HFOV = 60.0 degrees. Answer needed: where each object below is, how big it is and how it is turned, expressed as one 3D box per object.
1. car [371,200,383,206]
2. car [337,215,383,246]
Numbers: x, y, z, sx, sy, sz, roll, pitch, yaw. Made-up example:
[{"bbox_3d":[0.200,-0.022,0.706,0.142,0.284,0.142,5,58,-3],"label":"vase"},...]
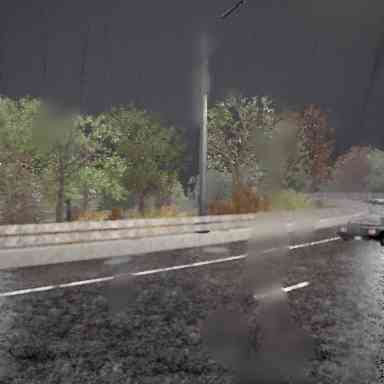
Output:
[{"bbox_3d":[46.461,2.634,82.889,1.812,1.442,4.674,1,0,4],"label":"car"},{"bbox_3d":[9.109,1.821,16.673,1.895,1.301,4.718,0,-1,45],"label":"car"}]
